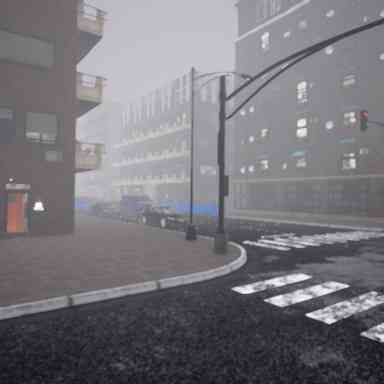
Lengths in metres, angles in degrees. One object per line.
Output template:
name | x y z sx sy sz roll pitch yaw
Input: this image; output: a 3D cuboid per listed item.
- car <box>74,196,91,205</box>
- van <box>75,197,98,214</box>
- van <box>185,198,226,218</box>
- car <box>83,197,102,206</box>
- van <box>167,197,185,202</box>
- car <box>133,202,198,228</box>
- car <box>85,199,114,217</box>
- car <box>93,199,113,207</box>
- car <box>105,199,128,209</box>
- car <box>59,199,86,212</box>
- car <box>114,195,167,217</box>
car | -20.822 1.633 63.305 1.967 1.590 4.097 1 -1 -35
van | -11.401 1.377 35.815 1.690 1.788 3.998 1 -1 -35
van | 1.442 1.465 31.090 1.690 1.788 3.998 1 -1 -35
car | -17.642 1.624 58.702 1.967 1.590 4.097 1 -1 -35
van | -1.739 1.476 35.692 1.690 1.788 3.998 1 -1 -35
car | -1.861 1.555 22.006 2.008 1.369 4.403 1 -1 -35
car | -8.223 1.607 31.211 1.802 1.307 4.206 1 -1 -35
car | -14.463 1.757 54.099 1.802 1.307 4.206 1 -1 -35
car | -11.282 1.710 49.497 1.887 1.381 4.507 1 -1 -35
car | -14.584 1.596 40.415 2.008 1.369 4.403 1 -1 -35
car | -4.855 1.276 30.683 2.150 2.045 5.566 1 -1 -35
